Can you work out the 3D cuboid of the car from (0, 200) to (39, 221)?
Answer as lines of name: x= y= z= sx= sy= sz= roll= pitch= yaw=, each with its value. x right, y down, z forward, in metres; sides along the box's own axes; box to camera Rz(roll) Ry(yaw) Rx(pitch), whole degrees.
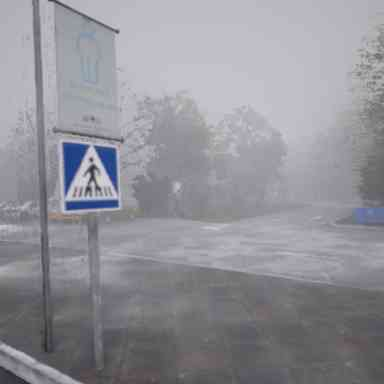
car: x=-19.985 y=2.015 z=36.268 sx=2.435 sy=2.045 sz=5.566 roll=-3 pitch=-1 yaw=35

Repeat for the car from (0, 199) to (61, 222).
car: x=-15.495 y=1.796 z=33.165 sx=2.435 sy=2.045 sz=5.566 roll=-3 pitch=-1 yaw=35

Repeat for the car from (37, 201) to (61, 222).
car: x=-10.679 y=1.849 z=30.067 sx=1.946 sy=1.575 sz=5.366 roll=-2 pitch=-1 yaw=35

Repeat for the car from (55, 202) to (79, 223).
car: x=-8.498 y=1.769 z=28.544 sx=1.946 sy=1.575 sz=5.366 roll=-2 pitch=-1 yaw=35

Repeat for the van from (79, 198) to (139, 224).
van: x=-6.386 y=1.470 z=26.701 sx=1.878 sy=1.987 sz=4.442 roll=-2 pitch=-1 yaw=35
